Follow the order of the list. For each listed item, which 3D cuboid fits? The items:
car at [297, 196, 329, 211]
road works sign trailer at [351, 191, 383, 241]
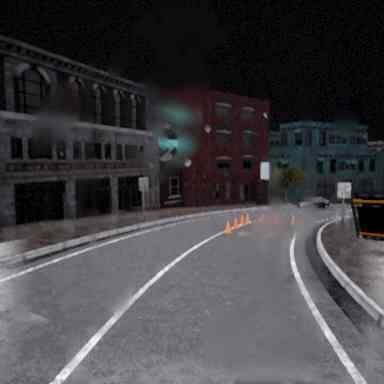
[{"bbox_3d":[13.653,1.245,37.393,4.902,1.511,2.128,1,3,-42],"label":"car"},{"bbox_3d":[7.116,1.069,10.552,3.560,2.380,2.880,3,46,37],"label":"road works sign trailer"}]
